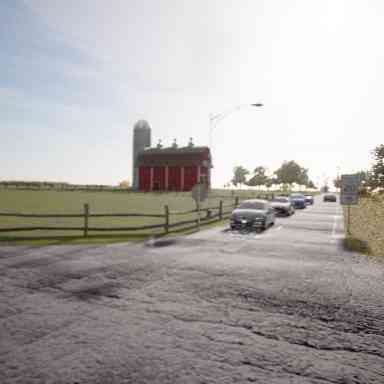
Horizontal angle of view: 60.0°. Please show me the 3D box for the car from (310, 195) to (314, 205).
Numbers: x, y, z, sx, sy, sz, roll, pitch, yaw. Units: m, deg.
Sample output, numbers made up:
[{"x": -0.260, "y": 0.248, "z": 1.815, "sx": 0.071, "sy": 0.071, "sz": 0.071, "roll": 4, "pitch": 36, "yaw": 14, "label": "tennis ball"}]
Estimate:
[{"x": 15.847, "y": 0.983, "z": 46.280, "sx": 1.994, "sy": 1.385, "sz": 4.181, "roll": 1, "pitch": 1, "yaw": 25, "label": "car"}]

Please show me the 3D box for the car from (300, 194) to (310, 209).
[{"x": 11.676, "y": 0.992, "z": 37.134, "sx": 1.882, "sy": 1.535, "sz": 5.008, "roll": 1, "pitch": 1, "yaw": 24, "label": "car"}]

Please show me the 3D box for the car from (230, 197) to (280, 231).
[{"x": 3.546, "y": 1.220, "z": 18.888, "sx": 1.837, "sy": 1.490, "sz": 4.892, "roll": 1, "pitch": 1, "yaw": 23, "label": "car"}]

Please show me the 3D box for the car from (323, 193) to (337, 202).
[{"x": 23.391, "y": 0.916, "z": 56.386, "sx": 1.994, "sy": 1.385, "sz": 4.181, "roll": 1, "pitch": 1, "yaw": 24, "label": "car"}]

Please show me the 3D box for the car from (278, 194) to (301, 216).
[{"x": 7.618, "y": 1.159, "z": 28.101, "sx": 2.033, "sy": 1.411, "sz": 5.357, "roll": 1, "pitch": 1, "yaw": 24, "label": "car"}]
